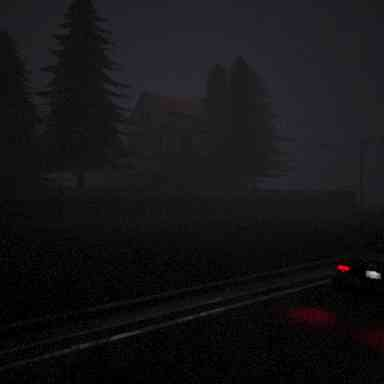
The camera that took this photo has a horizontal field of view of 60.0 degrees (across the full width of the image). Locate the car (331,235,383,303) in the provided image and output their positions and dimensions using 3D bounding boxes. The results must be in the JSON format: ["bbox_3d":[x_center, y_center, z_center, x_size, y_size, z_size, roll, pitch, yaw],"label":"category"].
[{"bbox_3d":[5.390,1.595,7.630,5.357,1.411,2.033,0,0,-36],"label":"car"}]
